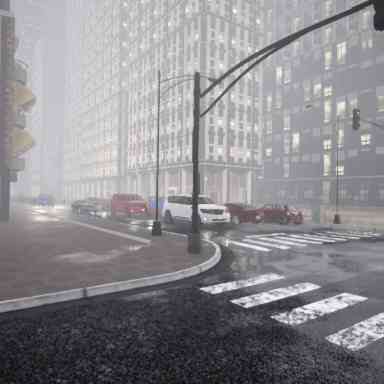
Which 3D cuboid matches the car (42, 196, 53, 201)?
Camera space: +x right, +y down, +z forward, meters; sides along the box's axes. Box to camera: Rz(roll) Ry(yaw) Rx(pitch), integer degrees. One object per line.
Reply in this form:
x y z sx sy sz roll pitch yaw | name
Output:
-36.476 1.570 83.946 1.802 1.307 4.206 1 -1 -35 | car

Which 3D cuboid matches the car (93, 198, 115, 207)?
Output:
-13.672 1.586 51.645 1.947 1.339 4.313 1 -1 -35 | car

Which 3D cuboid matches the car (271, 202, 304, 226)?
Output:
5.878 1.505 23.960 1.967 1.590 4.097 1 -1 -35 | car

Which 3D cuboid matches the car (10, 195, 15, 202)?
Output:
-36.805 1.396 69.886 1.947 1.339 4.313 1 -1 -35 | car

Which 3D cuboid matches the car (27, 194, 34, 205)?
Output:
-23.774 1.432 51.427 1.802 1.307 4.206 1 -1 -35 | car

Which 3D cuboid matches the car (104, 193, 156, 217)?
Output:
-5.686 1.155 30.310 2.150 2.045 5.566 1 -1 -35 | car

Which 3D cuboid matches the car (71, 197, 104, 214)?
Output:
-10.743 1.427 32.970 2.008 1.369 4.403 1 -1 -35 | car

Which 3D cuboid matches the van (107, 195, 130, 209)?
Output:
-10.409 1.368 47.033 1.690 1.788 3.998 1 -1 -35 | van

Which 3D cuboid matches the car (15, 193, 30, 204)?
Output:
-30.285 1.155 60.659 2.192 1.841 5.009 1 -1 -35 | car

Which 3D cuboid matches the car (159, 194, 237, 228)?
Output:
0.092 1.170 22.122 2.150 2.045 5.566 1 -1 -35 | car

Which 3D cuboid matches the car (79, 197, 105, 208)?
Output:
-14.640 1.463 48.449 2.128 1.511 4.902 1 -1 -35 | car

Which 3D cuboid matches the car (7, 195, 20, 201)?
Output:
-40.062 1.377 74.500 2.008 1.369 4.403 1 -1 -35 | car

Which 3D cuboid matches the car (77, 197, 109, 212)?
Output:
-11.535 1.412 38.606 2.128 1.511 4.902 1 -1 -35 | car

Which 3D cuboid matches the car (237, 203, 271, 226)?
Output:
2.866 1.488 23.625 1.882 1.535 5.008 1 0 -35 | car

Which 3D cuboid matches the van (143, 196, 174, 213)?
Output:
-3.894 1.382 37.804 1.690 1.788 3.998 1 -1 -35 | van

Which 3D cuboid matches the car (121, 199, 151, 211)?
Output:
-7.156 1.584 42.416 2.008 1.369 4.403 1 -1 -35 | car

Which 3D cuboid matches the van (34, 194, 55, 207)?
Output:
-20.512 1.197 46.815 1.690 1.788 3.998 1 -1 -35 | van
